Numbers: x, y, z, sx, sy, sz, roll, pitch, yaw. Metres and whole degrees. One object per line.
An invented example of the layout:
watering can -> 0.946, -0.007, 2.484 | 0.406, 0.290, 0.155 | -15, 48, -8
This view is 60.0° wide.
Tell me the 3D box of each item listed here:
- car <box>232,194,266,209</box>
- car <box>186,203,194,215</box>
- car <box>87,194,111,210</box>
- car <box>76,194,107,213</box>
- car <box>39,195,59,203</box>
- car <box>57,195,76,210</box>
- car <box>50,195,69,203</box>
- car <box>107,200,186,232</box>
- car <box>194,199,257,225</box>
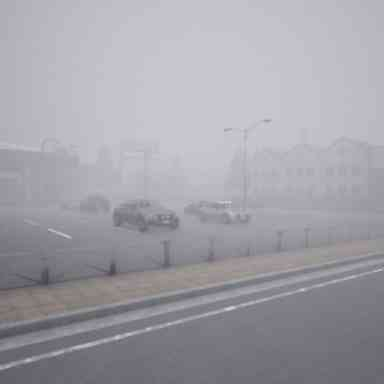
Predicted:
car -> 8.058, 1.398, 48.029 | 2.150, 2.045, 5.566 | 1, 1, -35
car -> 1.132, 1.526, 31.130 | 2.007, 1.523, 4.514 | 1, 0, -36
car -> -12.223, 1.263, 43.565 | 1.905, 1.878, 3.866 | 1, 0, -36
car -> -10.330, 1.247, 35.251 | 1.932, 1.855, 4.605 | 1, 0, -36
car -> -31.526, 1.672, 71.561 | 4.611, 1.667, 2.242 | 1, 0, -36
car -> -15.287, 1.510, 42.130 | 1.970, 1.475, 3.806 | 1, 0, -36
car -> -31.281, 1.553, 78.690 | 3.866, 1.878, 1.905 | 1, 0, -36
car -> -2.791, 1.268, 19.276 | 2.152, 1.636, 5.027 | 1, 0, -36
car -> 2.245, 1.419, 23.265 | 1.970, 1.475, 3.806 | 1, 0, -36
